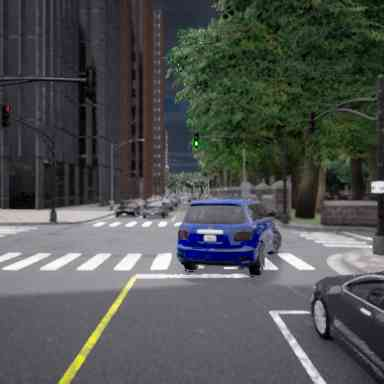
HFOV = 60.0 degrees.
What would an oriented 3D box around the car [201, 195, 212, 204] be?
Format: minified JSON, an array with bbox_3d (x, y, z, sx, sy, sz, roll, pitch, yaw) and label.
[{"bbox_3d":[2.763,1.365,63.162,1.967,1.590,4.097,0,0,0],"label":"car"}]

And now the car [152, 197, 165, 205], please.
[{"bbox_3d":[-5.762,1.511,57.699,1.802,1.307,4.206,0,0,0],"label":"car"}]

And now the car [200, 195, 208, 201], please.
[{"bbox_3d":[2.763,1.439,79.702,1.752,1.417,4.829,0,0,0],"label":"car"}]

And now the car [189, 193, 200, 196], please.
[{"bbox_3d":[0.100,1.431,60.608,1.837,1.490,4.892,0,0,0],"label":"car"}]

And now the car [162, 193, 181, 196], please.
[{"bbox_3d":[-3.084,1.289,48.201,2.097,1.767,4.553,0,0,0],"label":"car"}]

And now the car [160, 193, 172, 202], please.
[{"bbox_3d":[-5.762,1.231,74.070,2.192,1.841,5.009,0,0,0],"label":"car"}]

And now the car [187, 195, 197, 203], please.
[{"bbox_3d":[0.001,1.444,71.001,2.128,1.511,4.902,0,0,0],"label":"car"}]

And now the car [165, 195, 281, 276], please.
[{"bbox_3d":[1.371,1.213,10.609,2.150,2.045,5.566,-1,0,20],"label":"car"}]

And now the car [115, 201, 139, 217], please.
[{"bbox_3d":[-5.762,1.518,30.414,1.947,1.339,4.313,0,0,0],"label":"car"}]

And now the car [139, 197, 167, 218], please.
[{"bbox_3d":[-3.137,1.479,29.315,1.812,1.442,4.674,0,0,1],"label":"car"}]

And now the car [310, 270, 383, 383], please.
[{"bbox_3d":[2.764,1.543,3.759,2.008,1.369,4.403,0,0,0],"label":"car"}]

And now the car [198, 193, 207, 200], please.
[{"bbox_3d":[2.763,1.225,90.445,2.192,1.841,5.009,0,0,0],"label":"car"}]

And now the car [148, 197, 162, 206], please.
[{"bbox_3d":[-5.762,1.515,52.242,1.802,1.307,4.206,0,0,0],"label":"car"}]

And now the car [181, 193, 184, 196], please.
[{"bbox_3d":[-3.032,1.420,58.593,2.128,1.511,4.902,0,0,0],"label":"car"}]

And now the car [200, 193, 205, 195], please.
[{"bbox_3d":[2.763,1.369,57.706,1.967,1.590,4.097,0,0,0],"label":"car"}]

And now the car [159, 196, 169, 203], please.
[{"bbox_3d":[-5.762,1.502,68.614,1.802,1.307,4.206,0,0,0],"label":"car"}]

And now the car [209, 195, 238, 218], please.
[{"bbox_3d":[2.763,1.267,30.423,2.192,1.841,5.009,0,0,0],"label":"car"}]

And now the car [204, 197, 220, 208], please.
[{"bbox_3d":[2.763,1.489,46.793,2.008,1.369,4.403,0,0,0],"label":"car"}]
